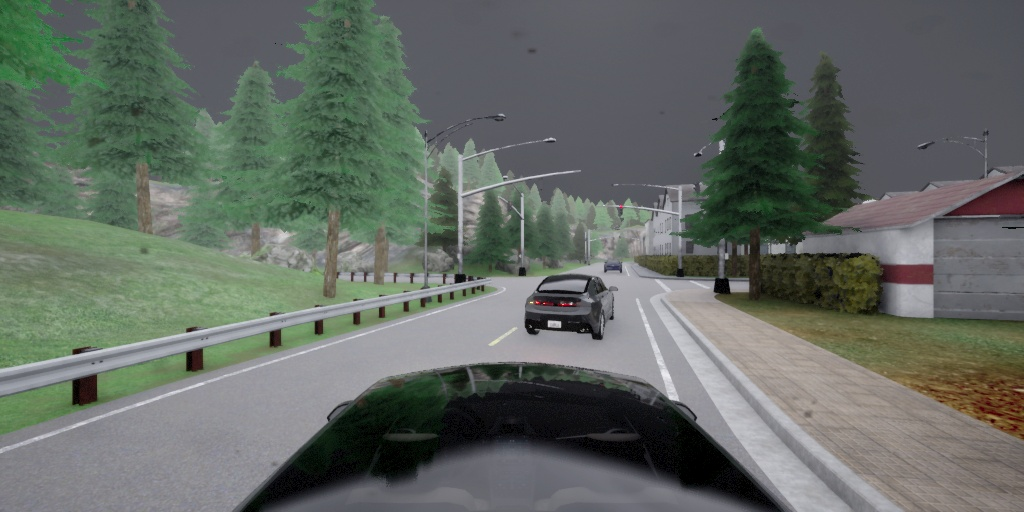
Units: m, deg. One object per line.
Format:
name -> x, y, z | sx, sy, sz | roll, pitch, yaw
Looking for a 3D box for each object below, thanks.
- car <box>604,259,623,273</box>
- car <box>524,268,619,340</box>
car -> 12.452, 1.102, 44.046 | 2.097, 1.767, 4.553 | 0, 0, 17
car -> 1.800, 1.255, 10.152 | 1.837, 1.490, 4.892 | 0, 0, 21
